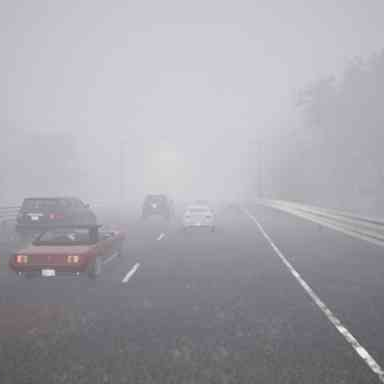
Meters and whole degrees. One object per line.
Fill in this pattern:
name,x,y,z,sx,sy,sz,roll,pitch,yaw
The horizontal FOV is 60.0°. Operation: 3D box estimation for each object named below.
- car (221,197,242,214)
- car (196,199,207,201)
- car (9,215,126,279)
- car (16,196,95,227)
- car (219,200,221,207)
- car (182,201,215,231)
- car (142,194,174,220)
car,4.288,1.528,35.458,1.812,1.442,4.674,0,0,4
car,1.123,1.549,39.083,2.033,1.411,5.357,0,0,3
car,-3.314,1.595,9.995,1.895,1.301,4.718,0,0,1
car,-6.685,1.212,16.969,2.150,2.045,5.566,0,0,1
car,4.928,1.502,46.942,2.128,1.511,4.902,0,0,3
car,0.407,1.522,20.374,1.812,1.442,4.674,0,0,2
car,-2.834,1.216,28.576,2.150,2.045,5.566,0,0,2
